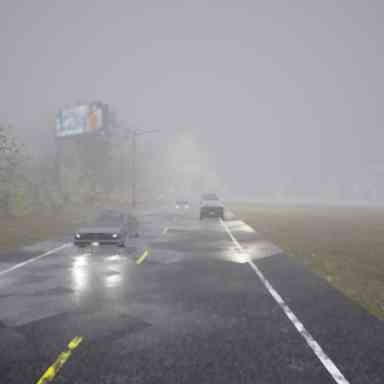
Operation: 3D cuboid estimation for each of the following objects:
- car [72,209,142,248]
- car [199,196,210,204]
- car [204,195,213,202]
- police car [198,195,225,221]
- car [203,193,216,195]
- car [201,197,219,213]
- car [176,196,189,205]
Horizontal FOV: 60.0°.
[{"bbox_3d":[-3.428,1.480,14.622,2.033,1.411,5.357,0,0,1],"label":"car"},{"bbox_3d":[2.419,1.491,61.141,1.812,1.442,4.674,0,0,5],"label":"car"},{"bbox_3d":[3.831,1.381,76.964,1.882,1.535,5.008,0,0,6],"label":"car"},{"bbox_3d":[1.533,1.323,26.384,1.930,1.638,5.238,0,0,2],"label":"police car"},{"bbox_3d":[2.247,1.122,42.236,2.150,2.045,5.566,0,0,3],"label":"car"},{"bbox_3d":[1.939,1.369,36.233,1.882,1.535,5.008,0,0,3],"label":"car"},{"bbox_3d":[-1.522,1.416,55.423,1.882,1.535,5.008,0,0,4],"label":"car"}]
